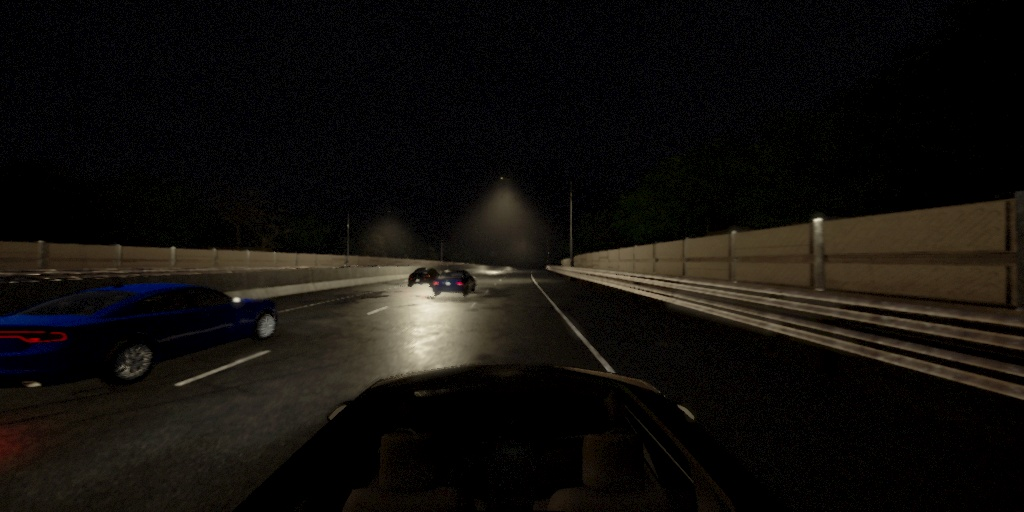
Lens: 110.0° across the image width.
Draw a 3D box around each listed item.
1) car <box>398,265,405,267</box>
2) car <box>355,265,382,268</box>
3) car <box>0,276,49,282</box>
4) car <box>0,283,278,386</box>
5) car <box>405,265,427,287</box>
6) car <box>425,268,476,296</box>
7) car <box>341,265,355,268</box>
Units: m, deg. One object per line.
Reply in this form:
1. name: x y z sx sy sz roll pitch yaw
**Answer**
1. car: -16.421 2.091 53.429 1.812 1.442 4.674 0 -1 3
2. car: -20.004 2.018 51.627 2.128 1.511 4.902 0 -1 3
3. car: -17.553 1.371 11.876 2.033 1.411 5.357 0 -1 0
4. car: -6.883 1.267 7.097 1.882 1.535 5.008 0 0 0
5. car: -6.608 1.603 27.644 1.812 1.442 4.674 0 -1 1
6. car: -3.242 1.503 20.846 2.033 1.411 5.357 0 -1 1
7. car: -23.509 2.048 51.538 1.812 1.442 4.674 0 -1 3
